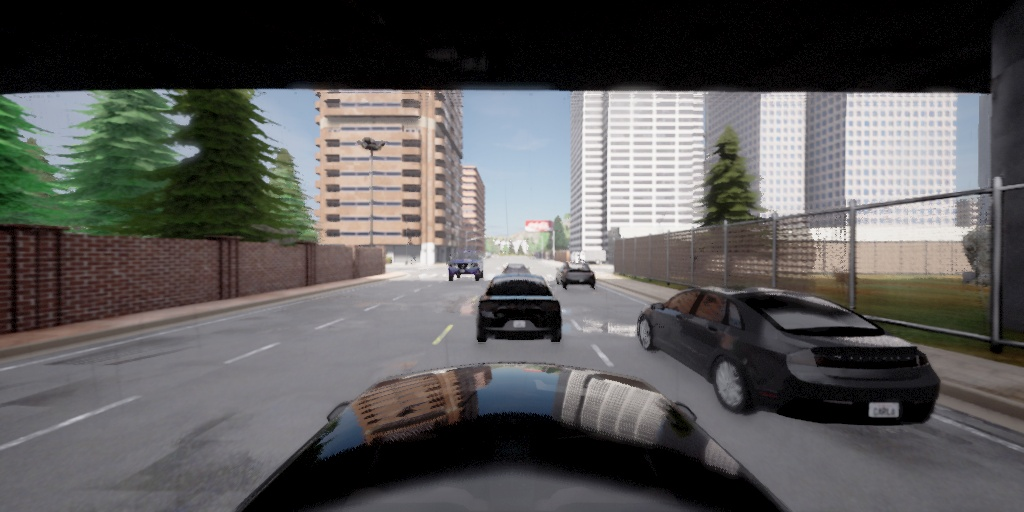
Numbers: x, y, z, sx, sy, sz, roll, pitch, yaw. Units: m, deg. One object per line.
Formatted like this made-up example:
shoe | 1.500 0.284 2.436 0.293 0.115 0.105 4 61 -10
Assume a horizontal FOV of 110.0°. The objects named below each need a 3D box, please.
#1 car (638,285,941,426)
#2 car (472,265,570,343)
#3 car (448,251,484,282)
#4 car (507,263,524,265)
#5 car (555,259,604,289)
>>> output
car | 3.658 1.237 5.947 1.837 1.490 4.892 0 1 0
car | 0.163 1.176 9.560 1.882 1.535 5.008 0 0 0
car | -3.302 0.608 26.721 2.150 2.045 5.566 0 0 0
car | 0.260 1.166 24.131 1.994 1.385 4.181 0 0 1
car | 3.757 1.118 21.695 2.128 1.511 4.902 0 0 0
